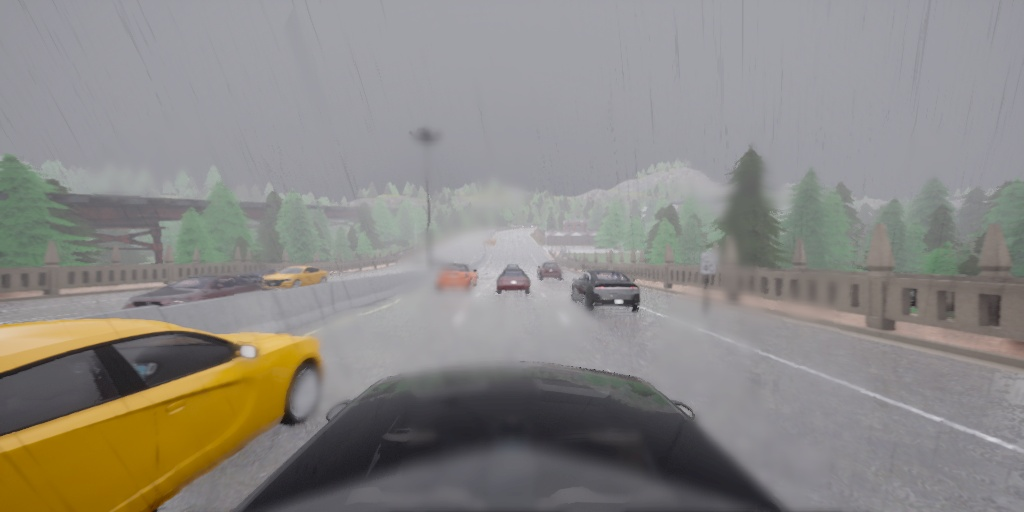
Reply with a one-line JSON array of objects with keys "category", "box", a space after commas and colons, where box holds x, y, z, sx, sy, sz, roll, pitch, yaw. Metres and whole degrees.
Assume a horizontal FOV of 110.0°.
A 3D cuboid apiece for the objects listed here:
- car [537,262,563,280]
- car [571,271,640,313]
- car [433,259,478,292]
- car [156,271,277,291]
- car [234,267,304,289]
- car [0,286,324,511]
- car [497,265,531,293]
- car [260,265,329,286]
[{"category": "car", "box": [3.597, 1.356, 34.725, 2.097, 1.767, 4.553, 0, 0, 0]}, {"category": "car", "box": [3.599, 1.336, 14.493, 2.128, 1.511, 4.902, 0, 0, 0]}, {"category": "car", "box": [-3.402, 1.266, 23.184, 2.097, 1.767, 4.553, 0, 0, 0]}, {"category": "car", "box": [-10.597, 1.393, 12.397, 1.994, 1.385, 4.181, 0, 0, 0]}, {"category": "car", "box": [-17.579, 1.538, 26.246, 1.895, 1.301, 4.718, 0, 0, 0]}, {"category": "car", "box": [-3.400, 1.226, 2.714, 1.882, 1.535, 5.008, 0, 0, 0]}, {"category": "car", "box": [0.097, 1.469, 22.068, 1.994, 1.385, 4.181, 0, 0, 0]}, {"category": "car", "box": [-14.093, 1.395, 23.651, 1.882, 1.535, 5.008, 0, -1, 0]}]
